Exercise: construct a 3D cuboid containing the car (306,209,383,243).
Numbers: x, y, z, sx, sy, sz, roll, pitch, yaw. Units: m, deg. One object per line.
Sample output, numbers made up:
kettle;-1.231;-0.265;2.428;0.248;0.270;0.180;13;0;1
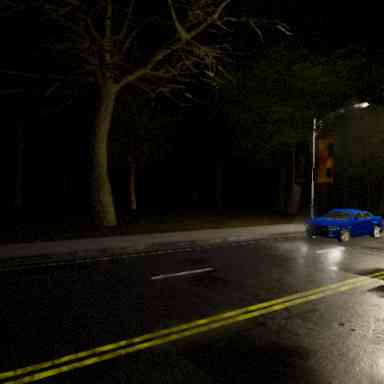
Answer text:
car;8.005;1.652;17.377;5.008;1.535;1.882;1;-1;-35
